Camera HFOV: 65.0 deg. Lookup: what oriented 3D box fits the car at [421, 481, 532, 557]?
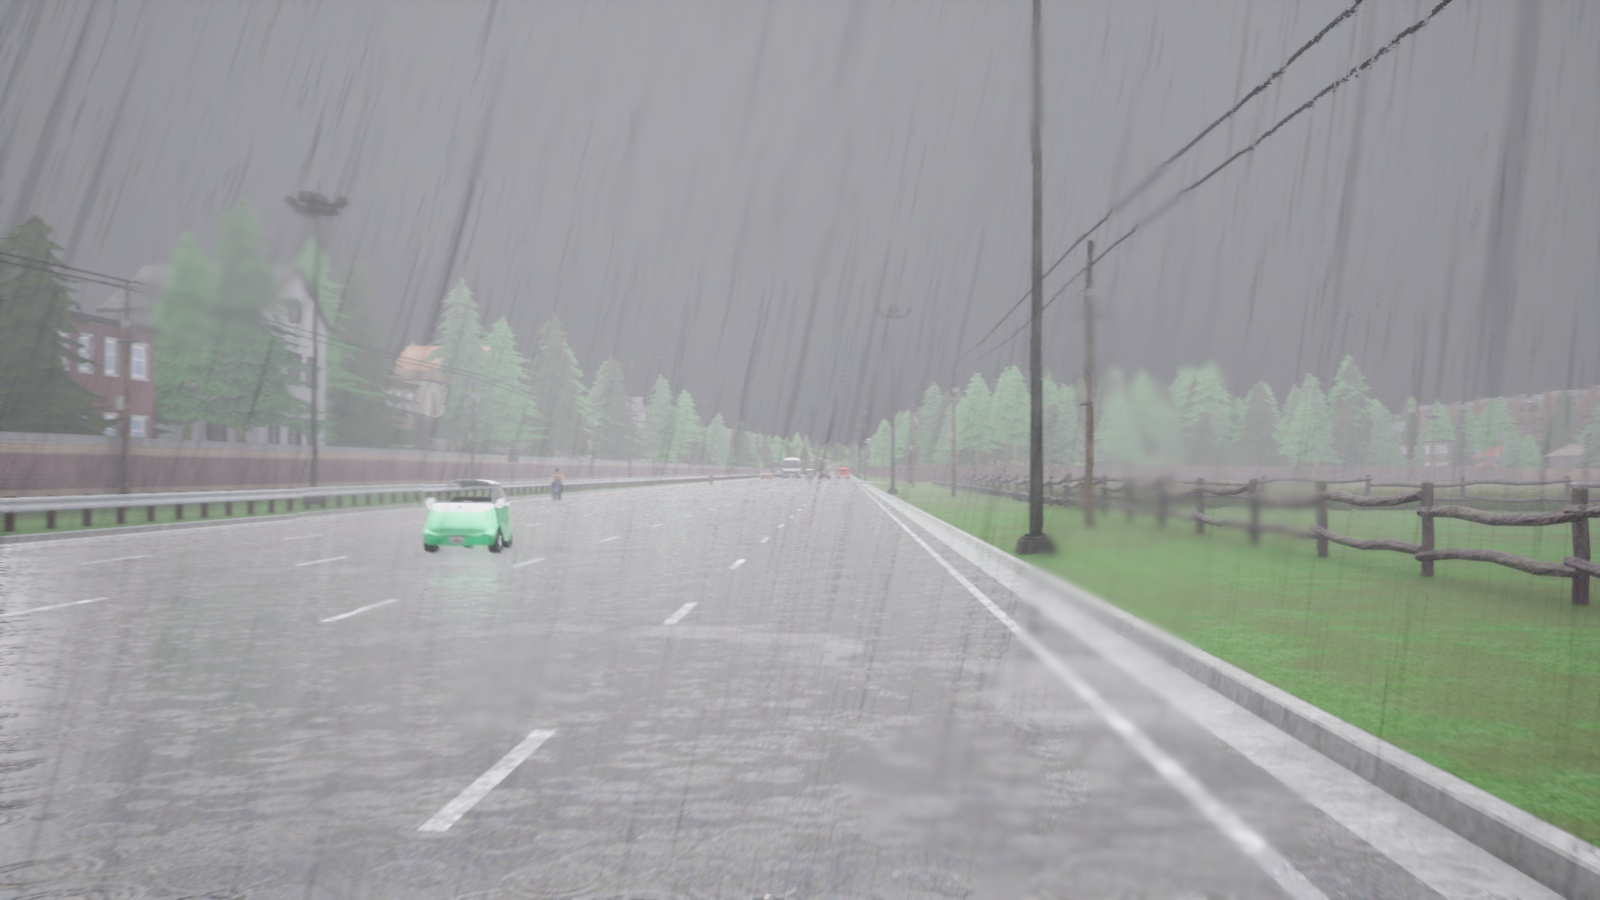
[{"bbox_3d":[-6.121,1.282,23.935,1.481,1.376,2.207,0,-1,2],"label":"car"}]
